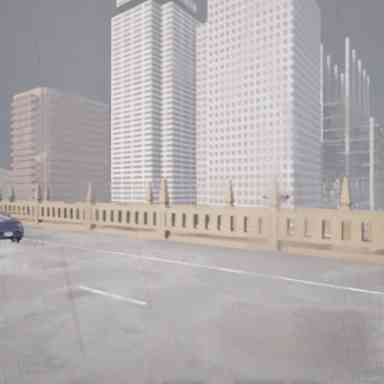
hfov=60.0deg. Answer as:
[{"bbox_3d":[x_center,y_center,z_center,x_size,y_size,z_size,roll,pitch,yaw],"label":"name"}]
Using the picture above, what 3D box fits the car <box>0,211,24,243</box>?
[{"bbox_3d":[-9.241,1.518,14.666,4.674,1.442,1.812,0,0,35],"label":"car"}]
